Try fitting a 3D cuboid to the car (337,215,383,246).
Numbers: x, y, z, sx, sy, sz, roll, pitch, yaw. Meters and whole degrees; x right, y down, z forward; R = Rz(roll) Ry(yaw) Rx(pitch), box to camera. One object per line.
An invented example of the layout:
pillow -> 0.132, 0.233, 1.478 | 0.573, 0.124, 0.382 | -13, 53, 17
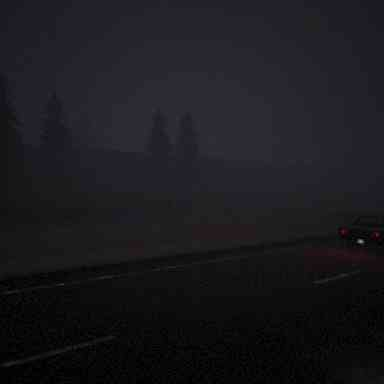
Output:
car -> 8.293, 1.613, 14.084 | 4.718, 1.301, 1.895 | 0, 0, -35
